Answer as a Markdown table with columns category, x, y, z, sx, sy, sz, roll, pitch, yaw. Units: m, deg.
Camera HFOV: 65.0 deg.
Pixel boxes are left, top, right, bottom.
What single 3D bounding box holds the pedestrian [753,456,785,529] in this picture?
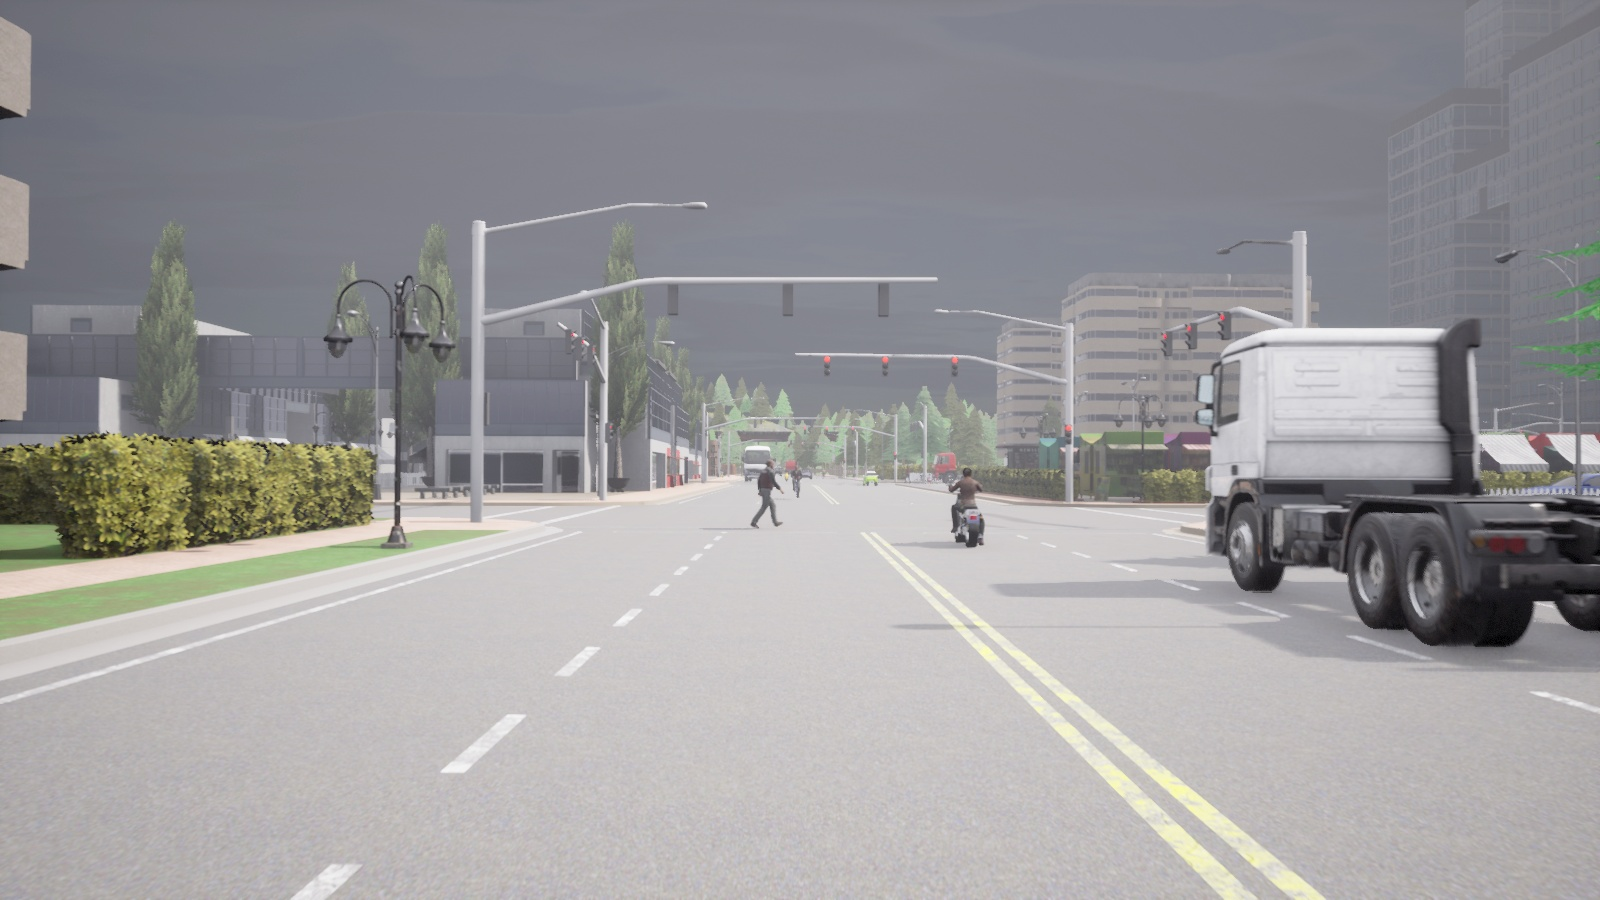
| category | x | y | z | sx | sy | sz | roll | pitch | yaw |
| --- | --- | --- | --- | --- | --- | --- | --- | --- | --- |
| pedestrian | -0.802 | 1.090 | 32.294 | 0.720 | 1.854 | 0.376 | 0 | -1 | -23 |

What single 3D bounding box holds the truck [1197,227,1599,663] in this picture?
| category | x | y | z | sx | sy | sz | roll | pitch | yaw |
| --- | --- | --- | --- | --- | --- | --- | --- | --- | --- |
| truck | 7.007 | 0.011 | 13.909 | 2.891 | 3.462 | 7.936 | 0 | -1 | 2 |

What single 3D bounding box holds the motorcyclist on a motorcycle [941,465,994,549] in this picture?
| category | x | y | z | sx | sy | sz | roll | pitch | yaw |
| --- | --- | --- | --- | --- | --- | --- | --- | --- | --- |
| motorcyclist on a motorcycle | 3.431 | 1.139 | 25.958 | 0.766 | 1.649 | 2.350 | 0 | -1 | 0 |

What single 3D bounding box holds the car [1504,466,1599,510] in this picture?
| category | x | y | z | sx | sy | sz | roll | pitch | yaw |
| --- | --- | --- | --- | --- | --- | --- | --- | --- | --- |
| car | 28.693 | 1.364 | 45.790 | 5.008 | 1.535 | 1.882 | 0 | -1 | -2 |
